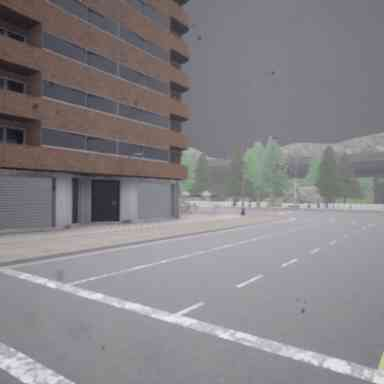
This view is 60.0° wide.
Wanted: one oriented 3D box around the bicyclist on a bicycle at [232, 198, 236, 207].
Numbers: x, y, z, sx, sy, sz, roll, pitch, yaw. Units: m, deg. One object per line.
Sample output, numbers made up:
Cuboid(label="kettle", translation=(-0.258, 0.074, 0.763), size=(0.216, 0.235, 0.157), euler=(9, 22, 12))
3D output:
Cuboid(label="bicyclist on a bicycle", translation=(7.498, 1.853, 58.769), size=(0.582, 1.620, 1.656), euler=(0, 0, 36))
